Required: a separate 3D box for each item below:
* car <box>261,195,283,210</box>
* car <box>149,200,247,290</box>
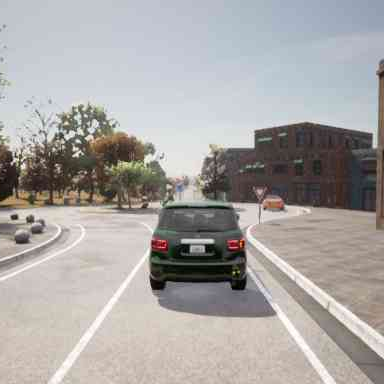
[{"bbox_3d":[9.310,1.128,38.717,2.097,1.767,4.553,0,0,8],"label":"car"},{"bbox_3d":[0.184,1.214,9.222,2.150,2.045,5.566,0,0,2],"label":"car"}]
